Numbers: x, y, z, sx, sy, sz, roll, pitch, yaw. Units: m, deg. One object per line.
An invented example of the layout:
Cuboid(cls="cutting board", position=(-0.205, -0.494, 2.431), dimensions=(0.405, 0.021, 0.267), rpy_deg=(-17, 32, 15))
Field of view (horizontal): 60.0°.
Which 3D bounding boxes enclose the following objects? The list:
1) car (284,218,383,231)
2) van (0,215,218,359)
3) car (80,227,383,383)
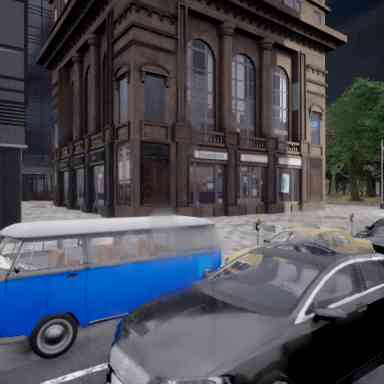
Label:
Cuboid(cls="car", position=(2.954, 1.525, 8.750), dimensions=(4.829, 1.417, 1.752), rpy_deg=(0, 0, -35))
Cuboid(cls="van", position=(-1.337, 1.341, 5.695), dimensions=(3.998, 1.788, 1.690), rpy_deg=(0, 0, -35))
Cuboid(cls="car", position=(1.365, 1.491, 4.348), dimensions=(4.902, 1.511, 2.128), rpy_deg=(0, 0, -35))
